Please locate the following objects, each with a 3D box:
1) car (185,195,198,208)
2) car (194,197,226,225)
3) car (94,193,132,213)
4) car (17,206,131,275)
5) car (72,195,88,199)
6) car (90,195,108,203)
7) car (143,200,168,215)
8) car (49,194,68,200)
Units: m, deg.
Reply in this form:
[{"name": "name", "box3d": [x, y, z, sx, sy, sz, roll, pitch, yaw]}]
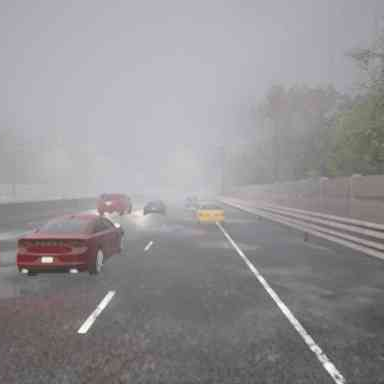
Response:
[{"name": "car", "box3d": [0.032, 1.425, 44.595, 1.895, 1.301, 4.718, 0, 0, 1]}, {"name": "car", "box3d": [1.227, 1.355, 22.806, 1.801, 1.575, 5.366, 0, 0, 0]}, {"name": "car", "box3d": [-6.900, 1.095, 30.221, 2.150, 2.045, 5.566, 0, 0, 0]}, {"name": "car", "box3d": [-3.397, 1.427, 10.282, 1.882, 1.535, 5.008, 0, 0, 0]}, {"name": "car", "box3d": [-21.003, 1.311, 62.480, 2.033, 1.411, 5.357, 0, 0, 0]}, {"name": "car", "box3d": [-17.507, 1.266, 62.849, 1.837, 1.490, 4.892, 0, 0, 0]}, {"name": "car", "box3d": [-3.394, 1.433, 31.532, 1.994, 1.385, 4.181, 0, 0, 0]}, {"name": "car", "box3d": [-24.512, 1.123, 61.046, 2.097, 1.767, 4.553, 0, 0, 0]}]
